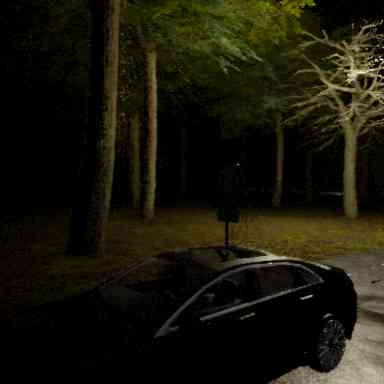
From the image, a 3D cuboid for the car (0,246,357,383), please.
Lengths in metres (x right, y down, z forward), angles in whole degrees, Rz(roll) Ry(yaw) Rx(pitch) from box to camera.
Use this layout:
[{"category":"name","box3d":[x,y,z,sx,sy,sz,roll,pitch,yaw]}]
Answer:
[{"category":"car","box3d":[0.077,1.493,4.053,4.902,1.511,2.128,0,0,-36]}]
